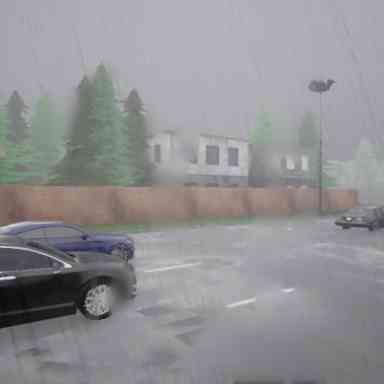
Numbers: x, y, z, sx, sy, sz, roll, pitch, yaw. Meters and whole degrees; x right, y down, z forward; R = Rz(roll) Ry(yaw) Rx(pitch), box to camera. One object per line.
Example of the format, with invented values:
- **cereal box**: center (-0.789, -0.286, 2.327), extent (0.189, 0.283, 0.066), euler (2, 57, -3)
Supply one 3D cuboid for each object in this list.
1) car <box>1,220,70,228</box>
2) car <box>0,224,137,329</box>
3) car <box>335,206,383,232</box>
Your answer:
- **car**: center (-3.921, 1.527, 9.531), extent (4.674, 1.442, 1.812), euler (0, 0, -35)
- **car**: center (-3.323, 1.505, 5.674), extent (4.892, 1.490, 1.837), euler (0, 0, -35)
- **car**: center (10.802, 1.553, 20.047), extent (5.357, 1.411, 2.033), euler (0, 0, -35)
